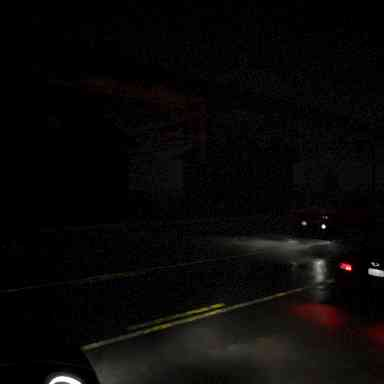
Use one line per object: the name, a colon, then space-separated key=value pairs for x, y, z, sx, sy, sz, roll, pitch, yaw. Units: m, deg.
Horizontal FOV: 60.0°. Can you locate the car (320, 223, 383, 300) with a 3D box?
car: x=5.467 y=1.547 z=7.658 sx=5.357 sy=1.411 sz=2.033 roll=0 pitch=0 yaw=-36

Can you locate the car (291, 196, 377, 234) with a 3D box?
car: x=7.835 y=1.223 z=18.102 sx=5.566 sy=2.045 sz=2.150 roll=0 pitch=0 yaw=-35

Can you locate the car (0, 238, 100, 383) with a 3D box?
car: x=-2.769 y=1.352 z=1.753 sx=4.553 sy=1.767 sz=2.097 roll=0 pitch=0 yaw=-36

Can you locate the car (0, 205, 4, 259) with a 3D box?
car: x=-8.737 y=1.352 z=10.654 sx=4.553 sy=1.767 sz=2.097 roll=0 pitch=0 yaw=-36
